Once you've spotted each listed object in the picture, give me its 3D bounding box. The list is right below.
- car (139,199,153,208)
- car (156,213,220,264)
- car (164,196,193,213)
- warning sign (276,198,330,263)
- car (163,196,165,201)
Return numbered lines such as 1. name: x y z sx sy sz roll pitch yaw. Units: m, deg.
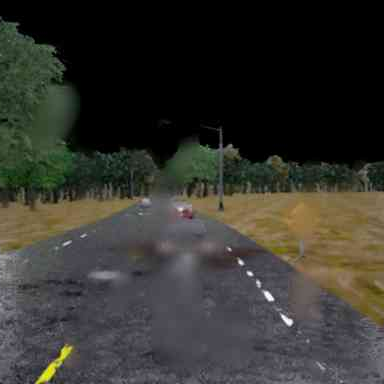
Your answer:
1. car: -7.067 1.750 51.716 1.812 1.442 4.674 0 -1 -6
2. car: -0.182 1.633 11.872 1.895 1.301 4.718 0 0 -2
3. car: -1.045 1.445 28.073 2.097 1.767 4.553 0 0 -4
4. warning sign: 3.384 1.139 10.254 1.300 1.860 1.060 0 0 -2
5. car: -7.253 1.758 94.998 1.882 1.535 5.008 0 0 -7
